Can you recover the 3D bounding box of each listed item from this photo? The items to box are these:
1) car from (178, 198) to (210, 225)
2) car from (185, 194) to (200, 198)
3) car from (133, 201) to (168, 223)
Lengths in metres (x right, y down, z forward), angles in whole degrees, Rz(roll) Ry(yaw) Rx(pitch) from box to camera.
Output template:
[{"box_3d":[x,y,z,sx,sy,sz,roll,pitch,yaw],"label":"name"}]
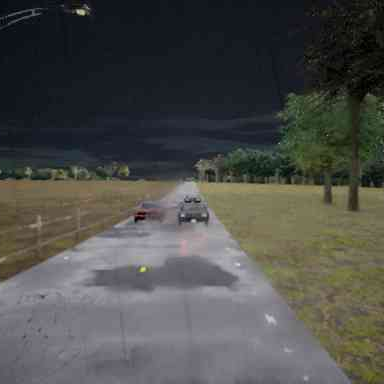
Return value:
[{"box_3d":[0.096,1.334,21.553,1.895,1.301,4.718,0,1,0],"label":"car"},{"box_3d":[0.093,0.872,39.395,1.895,1.301,4.718,0,2,0],"label":"car"},{"box_3d":[-2.754,1.307,22.666,1.895,1.301,4.718,0,1,0],"label":"car"}]
